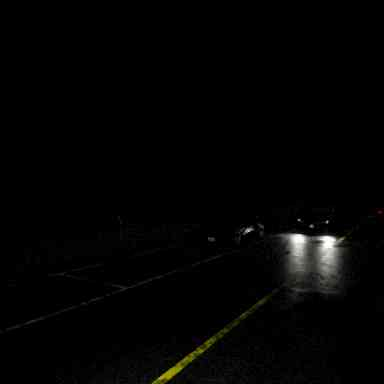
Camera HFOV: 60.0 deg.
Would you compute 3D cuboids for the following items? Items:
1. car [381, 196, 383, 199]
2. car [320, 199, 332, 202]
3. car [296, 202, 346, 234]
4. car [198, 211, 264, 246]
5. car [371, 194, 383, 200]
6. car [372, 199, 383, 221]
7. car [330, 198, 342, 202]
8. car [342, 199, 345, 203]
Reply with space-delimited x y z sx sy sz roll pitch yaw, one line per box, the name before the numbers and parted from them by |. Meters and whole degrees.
car | 23.719 1.526 39.285 1.812 1.442 4.674 0 0 32
car | 10.799 1.581 29.443 1.802 1.307 4.206 0 0 32
car | 7.508 1.525 19.422 1.812 1.442 4.674 0 0 32
car | 1.949 1.565 15.428 1.947 1.339 4.313 0 0 32
car | 28.549 1.484 49.002 2.128 1.511 4.902 0 0 17
car | 15.668 1.547 26.345 2.033 1.411 5.357 0 0 32
car | 13.749 1.565 34.114 1.947 1.339 4.313 0 0 32
car | 16.699 1.440 38.786 1.967 1.590 4.097 0 0 32
